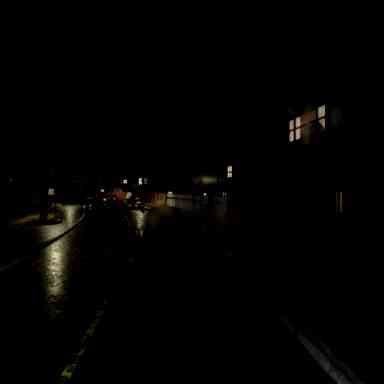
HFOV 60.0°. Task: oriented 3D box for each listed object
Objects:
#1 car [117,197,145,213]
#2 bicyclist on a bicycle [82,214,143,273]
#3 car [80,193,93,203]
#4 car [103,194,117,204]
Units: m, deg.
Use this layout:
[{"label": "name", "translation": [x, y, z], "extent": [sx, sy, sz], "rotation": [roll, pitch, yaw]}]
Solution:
[{"label": "car", "translation": [-6.164, 1.313, 34.298], "extent": [2.033, 1.411, 5.357], "rotation": [0, 1, -19]}, {"label": "bicyclist on a bicycle", "translation": [-2.193, 1.424, 9.129], "extent": [1.656, 1.620, 0.582], "rotation": [-2, 0, -6]}, {"label": "car", "translation": [-17.244, 0.912, 54.353], "extent": [2.128, 1.511, 4.902], "rotation": [0, 1, -22]}, {"label": "car", "translation": [-12.126, 1.024, 49.536], "extent": [2.128, 1.511, 4.902], "rotation": [0, 1, -22]}]
